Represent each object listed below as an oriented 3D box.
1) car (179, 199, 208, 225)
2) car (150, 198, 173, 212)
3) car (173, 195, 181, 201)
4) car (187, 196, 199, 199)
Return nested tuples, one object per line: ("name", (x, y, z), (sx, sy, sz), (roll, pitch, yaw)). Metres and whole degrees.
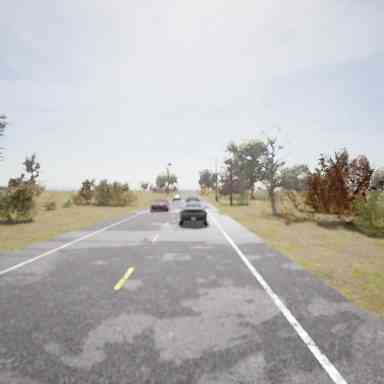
("car", (0.101, 1.462, 23.847), (1.837, 1.490, 4.892), (0, 0, 0))
("car", (-3.590, 1.409, 37.655), (1.882, 1.535, 5.008), (0, 0, 0))
("car", (-3.499, 1.388, 76.251), (2.033, 1.411, 5.357), (0, 0, 0))
("car", (0.100, 1.274, 42.035), (2.097, 1.767, 4.553), (0, 0, 0))
